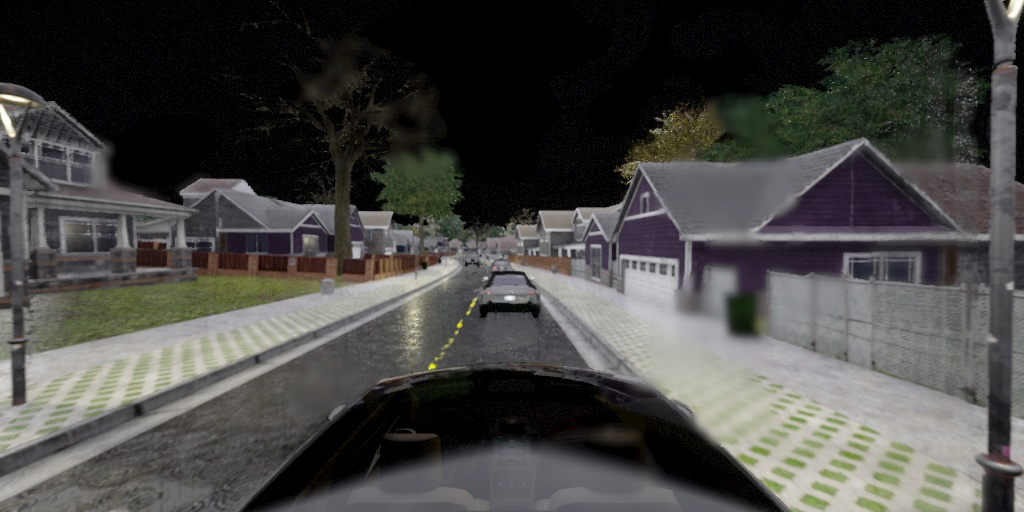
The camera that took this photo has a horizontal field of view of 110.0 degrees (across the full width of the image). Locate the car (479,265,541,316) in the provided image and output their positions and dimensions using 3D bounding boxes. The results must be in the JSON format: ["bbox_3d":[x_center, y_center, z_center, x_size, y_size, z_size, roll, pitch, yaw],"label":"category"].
[{"bbox_3d":[-0.093,1.209,12.745,1.994,1.385,4.181,0,1,-1],"label":"car"}]

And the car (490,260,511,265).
[{"bbox_3d":[-1.028,1.047,32.456,2.033,1.411,5.357,0,0,-4],"label":"car"}]

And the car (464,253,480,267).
[{"bbox_3d":[-6.005,0.585,53.996,2.150,2.045,5.566,0,0,-7],"label":"car"}]
